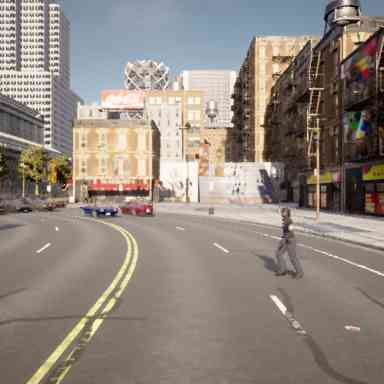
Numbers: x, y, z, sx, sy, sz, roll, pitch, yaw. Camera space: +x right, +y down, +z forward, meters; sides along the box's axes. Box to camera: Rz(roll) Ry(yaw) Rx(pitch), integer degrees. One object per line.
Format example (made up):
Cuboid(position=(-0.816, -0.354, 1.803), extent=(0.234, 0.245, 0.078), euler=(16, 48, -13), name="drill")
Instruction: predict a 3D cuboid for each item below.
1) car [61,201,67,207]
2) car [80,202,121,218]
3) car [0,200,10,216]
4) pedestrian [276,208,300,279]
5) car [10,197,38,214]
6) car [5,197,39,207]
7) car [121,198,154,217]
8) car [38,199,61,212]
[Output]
Cuboid(position=(-20.435, 1.595, 48.155), extent=(4.718, 1.301, 1.895), euler=(0, 0, 30), name="car")
Cuboid(position=(-8.619, 1.601, 30.474), extent=(1.895, 1.301, 4.718), euler=(0, 0, -38), name="car")
Cuboid(position=(-19.427, 1.477, 31.168), extent=(5.008, 1.535, 1.882), euler=(0, 0, 37), name="car")
Cuboid(position=(2.469, 1.294, 8.594), extent=(0.375, 1.860, 0.375), euler=(0, 0, -3), name="pedestrian")
Cuboid(position=(-19.016, 1.547, 35.302), extent=(5.357, 1.411, 2.033), euler=(0, 0, 35), name="car")
Cuboid(position=(-25.737, 1.520, 50.328), extent=(4.674, 1.452, 2.002), euler=(0, 0, 20), name="car")
Cuboid(position=(-5.397, 1.526, 31.948), extent=(1.812, 1.442, 4.674), euler=(0, 0, -37), name="car")
Cuboid(position=(-18.212, 1.547, 39.151), extent=(5.357, 1.411, 2.033), euler=(0, 0, 34), name="car")
